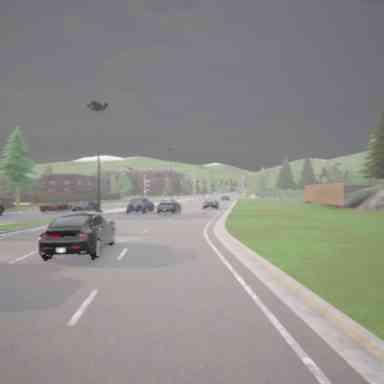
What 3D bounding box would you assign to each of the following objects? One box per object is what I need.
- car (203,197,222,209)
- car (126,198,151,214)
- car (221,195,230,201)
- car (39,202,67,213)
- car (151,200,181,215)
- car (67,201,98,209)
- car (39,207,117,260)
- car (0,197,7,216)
[{"bbox_3d":[2.590,1.573,44.114,1.895,1.301,4.718,-1,0,9],"label":"car"},{"bbox_3d":[-5.591,1.437,36.720,2.097,1.767,4.553,-1,0,8],"label":"car"},{"bbox_3d":[8.194,1.427,81.454,2.128,1.511,4.902,-1,0,9],"label":"car"},{"bbox_3d":[-16.770,1.844,41.175,1.895,1.301,4.718,-1,0,9],"label":"car"},{"bbox_3d":[-2.337,1.531,34.814,2.128,1.511,4.902,-1,0,8],"label":"car"},{"bbox_3d":[-13.211,1.757,41.268,1.994,1.385,4.181,-1,0,9],"label":"car"},{"bbox_3d":[-4.185,1.566,12.807,1.837,1.490,4.892,-1,0,-2],"label":"car"},{"bbox_3d":[-21.469,1.528,33.865,2.150,2.045,5.566,-1,0,9],"label":"car"}]
